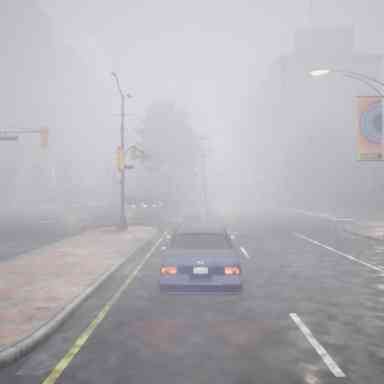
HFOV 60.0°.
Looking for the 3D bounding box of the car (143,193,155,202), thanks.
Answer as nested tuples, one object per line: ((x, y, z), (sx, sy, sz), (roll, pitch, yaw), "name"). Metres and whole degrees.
((-10.076, 1.211, 78.643), (2.150, 2.045, 5.566), (0, 0, 1), "car")

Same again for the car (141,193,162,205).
((-7.035, 1.341, 57.906), (2.097, 1.767, 4.553), (0, 0, 1), "car")

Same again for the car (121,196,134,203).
((-13.488, 1.582, 69.746), (1.895, 1.301, 4.718), (0, 0, 1), "car")

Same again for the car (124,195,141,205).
((-10.535, 1.341, 57.783), (2.097, 1.767, 4.553), (0, 0, 1), "car")

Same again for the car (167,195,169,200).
((-6.615, 1.511, 76.452), (2.128, 1.511, 4.902), (0, 0, 1), "car")

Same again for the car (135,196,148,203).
((-10.278, 1.492, 67.958), (1.837, 1.490, 4.892), (0, 0, 1), "car")

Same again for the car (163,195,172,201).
((-6.431, 1.462, 86.546), (1.882, 1.535, 5.008), (0, 0, 1), "car")

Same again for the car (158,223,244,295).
((0.225, 1.546, 8.856), (2.033, 1.411, 5.357), (0, 0, 1), "car")

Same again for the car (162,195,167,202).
((-6.822, 1.340, 66.678), (2.097, 1.767, 4.553), (0, 0, 1), "car")
